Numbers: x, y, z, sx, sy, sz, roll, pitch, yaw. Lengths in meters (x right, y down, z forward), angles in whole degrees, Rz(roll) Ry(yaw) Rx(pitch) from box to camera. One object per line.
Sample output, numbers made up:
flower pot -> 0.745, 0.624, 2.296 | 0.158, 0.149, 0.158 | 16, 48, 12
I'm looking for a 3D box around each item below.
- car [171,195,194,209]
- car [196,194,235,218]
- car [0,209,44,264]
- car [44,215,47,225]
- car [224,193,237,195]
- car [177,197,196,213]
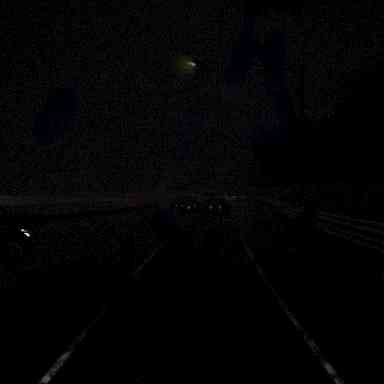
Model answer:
car -> -1.480, 1.479, 44.497 | 1.837, 1.490, 4.892 | 1, 0, 11
car -> 2.269, 1.350, 30.710 | 2.097, 1.767, 4.553 | 0, 0, 17
car -> -7.018, 1.316, 9.509 | 2.097, 1.767, 4.553 | 0, 0, 30
car -> -10.318, 1.543, 17.988 | 1.895, 1.301, 4.718 | 0, 0, 26
car -> 7.371, 1.223, 67.907 | 2.150, 2.045, 5.566 | 1, 0, -2
car -> 0.152, 1.549, 36.013 | 1.994, 1.385, 4.181 | 0, 0, 14
